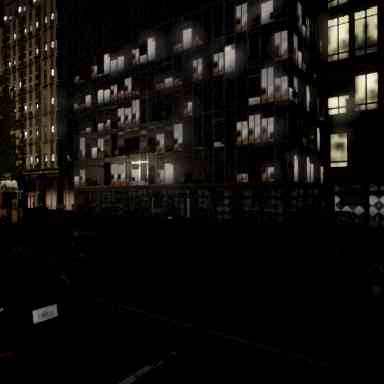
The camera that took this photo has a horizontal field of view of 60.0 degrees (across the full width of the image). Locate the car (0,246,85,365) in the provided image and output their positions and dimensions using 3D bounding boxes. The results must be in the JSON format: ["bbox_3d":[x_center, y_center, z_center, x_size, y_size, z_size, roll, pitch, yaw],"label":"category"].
[{"bbox_3d":[-3.538,1.566,5.395,4.313,1.339,1.947,0,0,35],"label":"car"}]
